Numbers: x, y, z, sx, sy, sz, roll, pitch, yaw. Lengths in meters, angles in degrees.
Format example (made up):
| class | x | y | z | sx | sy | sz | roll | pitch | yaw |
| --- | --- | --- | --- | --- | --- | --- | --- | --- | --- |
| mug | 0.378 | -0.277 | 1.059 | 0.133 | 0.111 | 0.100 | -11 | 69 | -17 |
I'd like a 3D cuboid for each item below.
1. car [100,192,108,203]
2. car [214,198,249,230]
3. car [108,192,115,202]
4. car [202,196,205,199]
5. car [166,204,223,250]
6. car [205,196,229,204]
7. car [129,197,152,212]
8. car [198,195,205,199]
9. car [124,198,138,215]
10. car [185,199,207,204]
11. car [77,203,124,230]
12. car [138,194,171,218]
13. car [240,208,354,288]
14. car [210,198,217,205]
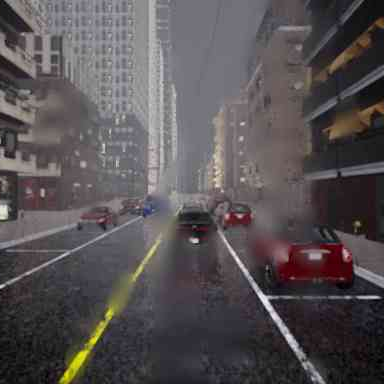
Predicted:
| class | x | y | z | sx | sy | sz | roll | pitch | yaw |
| --- | --- | --- | --- | --- | --- | --- | --- | --- | --- |
| car | -17.577 | 0.936 | 56.963 | 5.009 | 1.841 | 2.192 | 1 | -1 | 0 |
| car | 2.685 | 1.410 | 20.555 | 1.967 | 1.590 | 4.097 | 0 | 0 | 0 |
| car | -17.714 | 0.946 | 65.341 | 5.009 | 1.841 | 2.192 | 1 | -1 | 0 |
| car | 2.678 | 1.508 | 43.285 | 1.947 | 1.339 | 4.313 | 0 | 0 | 0 |
| car | 0.090 | 1.483 | 14.198 | 1.837 | 1.490 | 4.892 | 0 | 0 | 0 |
| car | 2.682 | 1.270 | 31.920 | 2.192 | 1.841 | 5.009 | 0 | 0 | 0 |
| car | -5.700 | 1.389 | 37.598 | 1.967 | 1.590 | 4.097 | 0 | 0 | 0 |
| car | 2.715 | 1.487 | 85.309 | 1.802 | 1.307 | 4.206 | 0 | 0 | 0 |
| car | -5.699 | 1.395 | 31.916 | 1.967 | 1.590 | 4.097 | 0 | 0 | 0 |
| car | 0.088 | 1.558 | 29.580 | 1.895 | 1.301 | 4.718 | 0 | 0 | 0 |
| car | -5.696 | 1.552 | 20.551 | 1.802 | 1.307 | 4.206 | 0 | 0 | 0 |
| car | -3.108 | 1.179 | 29.878 | 2.150 | 2.045 | 5.566 | 0 | 0 | 0 |
| car | 2.688 | 1.426 | 9.190 | 1.967 | 1.590 | 4.097 | 0 | 0 | 0 |
| car | 2.683 | 1.487 | 26.408 | 1.752 | 1.417 | 4.829 | 0 | 0 | 0 |
